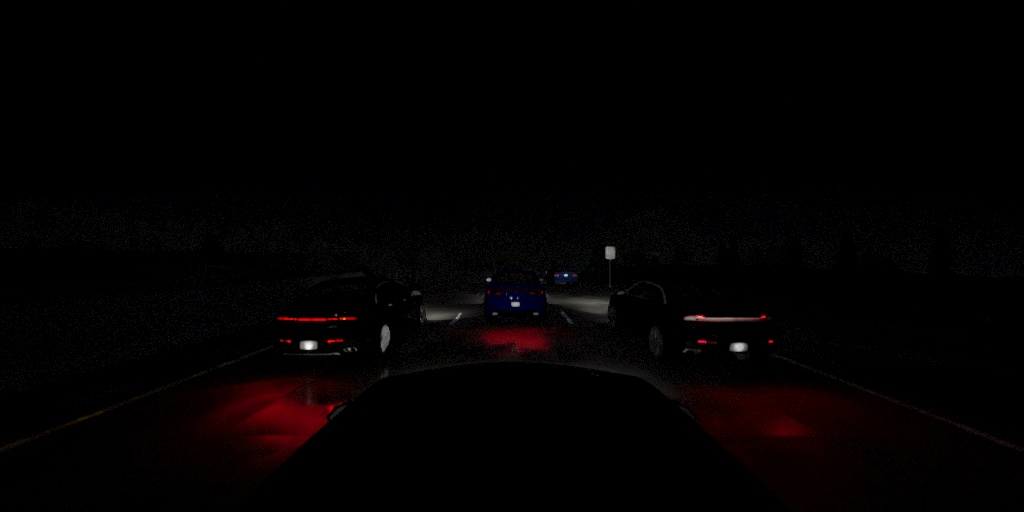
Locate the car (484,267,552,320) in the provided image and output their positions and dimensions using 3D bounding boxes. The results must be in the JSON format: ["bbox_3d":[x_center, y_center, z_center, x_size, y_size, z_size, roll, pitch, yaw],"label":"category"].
[{"bbox_3d":[0.100,1.200,12.568,1.882,1.535,5.008,0,0,0],"label":"car"}]

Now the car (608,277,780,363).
[{"bbox_3d":[3.600,1.225,8.113,2.128,1.511,4.902,0,0,0],"label":"car"}]

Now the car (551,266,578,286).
[{"bbox_3d":[3.600,1.440,26.441,2.033,1.411,5.357,0,-2,0],"label":"car"}]

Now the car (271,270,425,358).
[{"bbox_3d":[-3.400,1.238,8.415,1.837,1.490,4.892,0,0,0],"label":"car"}]

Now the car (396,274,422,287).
[{"bbox_3d":[-13.999,3.341,49.123,2.128,1.511,4.902,0,-7,0],"label":"car"}]

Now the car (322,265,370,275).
[{"bbox_3d":[-10.575,1.295,23.269,1.837,1.490,4.892,0,-2,0],"label":"car"}]
